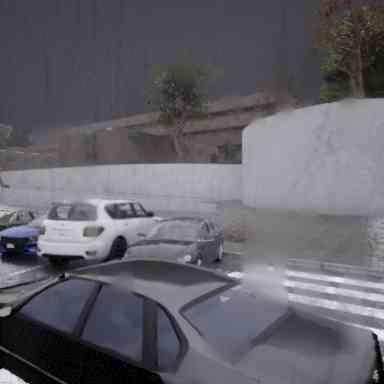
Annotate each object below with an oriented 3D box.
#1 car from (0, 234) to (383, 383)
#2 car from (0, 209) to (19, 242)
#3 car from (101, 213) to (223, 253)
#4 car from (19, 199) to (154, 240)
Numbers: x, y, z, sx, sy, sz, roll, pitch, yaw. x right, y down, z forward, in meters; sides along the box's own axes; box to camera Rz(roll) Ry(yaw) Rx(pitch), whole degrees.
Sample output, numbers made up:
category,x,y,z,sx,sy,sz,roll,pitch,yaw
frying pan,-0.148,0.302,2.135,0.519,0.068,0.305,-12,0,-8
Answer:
category,x,y,z,sx,sy,sz,roll,pitch,yaw
car,-0.721,1.549,3.892,5.357,1.411,2.033,0,0,36
car,-5.173,1.512,13.178,2.097,1.535,5.008,0,-1,15
car,-0.313,1.499,9.717,2.231,1.521,4.892,0,-1,15
car,-2.746,1.252,11.476,2.435,2.045,5.566,0,-1,15
